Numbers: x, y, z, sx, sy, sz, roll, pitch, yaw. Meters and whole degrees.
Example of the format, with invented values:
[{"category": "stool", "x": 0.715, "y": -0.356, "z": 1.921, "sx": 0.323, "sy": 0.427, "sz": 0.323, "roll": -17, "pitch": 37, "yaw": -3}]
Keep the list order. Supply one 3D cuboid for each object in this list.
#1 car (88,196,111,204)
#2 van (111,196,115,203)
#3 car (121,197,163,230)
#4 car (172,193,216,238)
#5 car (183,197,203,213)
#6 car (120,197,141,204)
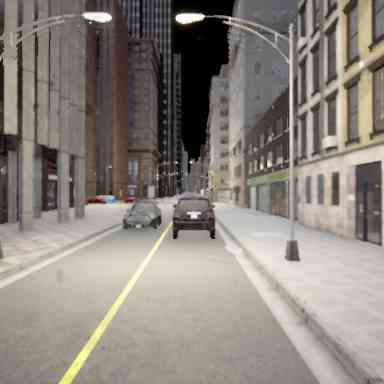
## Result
[{"category": "car", "x": -19.639, "y": 1.675, "z": 67.291, "sx": 5.009, "sy": 1.841, "sz": 2.192, "roll": -1, "pitch": 0, "yaw": 0}, {"category": "van", "x": -19.619, "y": 1.763, "z": 75.816, "sx": 3.998, "sy": 1.788, "sz": 1.690, "roll": -1, "pitch": 0, "yaw": 0}, {"category": "car", "x": -3.096, "y": 1.396, "z": 21.541, "sx": 2.097, "sy": 1.767, "sz": 4.553, "roll": 0, "pitch": 0, "yaw": 0}, {"category": "car", "x": 0.101, "y": 1.258, "z": 18.204, "sx": 2.150, "sy": 2.045, "sz": 5.566, "roll": 0, "pitch": 0, "yaw": 0}, {"category": "car", "x": 0.101, "y": 1.437, "z": 38.468, "sx": 2.097, "sy": 1.767, "sz": 4.553, "roll": 0, "pitch": 0, "yaw": 0}, {"category": "car", "x": -13.993, "y": 1.899, "z": 75.798, "sx": 4.507, "sy": 1.381, "sz": 1.887, "roll": -1, "pitch": 0, "yaw": 0}]
